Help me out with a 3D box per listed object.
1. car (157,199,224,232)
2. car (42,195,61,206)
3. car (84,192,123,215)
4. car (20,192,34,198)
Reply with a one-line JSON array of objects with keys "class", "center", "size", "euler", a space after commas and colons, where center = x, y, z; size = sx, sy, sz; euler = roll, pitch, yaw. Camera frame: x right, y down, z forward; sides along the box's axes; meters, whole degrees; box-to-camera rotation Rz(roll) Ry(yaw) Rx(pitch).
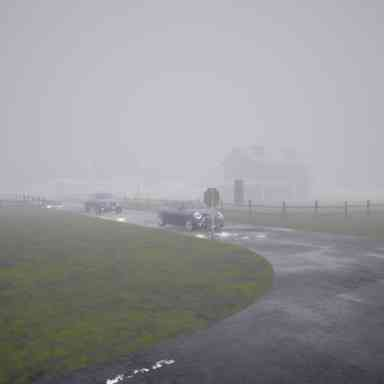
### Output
[{"class": "car", "center": [-0.155, 1.244, 19.585], "size": [2.097, 1.767, 4.553], "euler": [0, 0, -36]}, {"class": "car", "center": [-20.401, 1.172, 48.264], "size": [1.812, 1.442, 4.674], "euler": [0, 0, -35]}, {"class": "car", "center": [-8.390, 1.016, 31.151], "size": [2.150, 2.045, 5.566], "euler": [0, 0, -35]}, {"class": "car", "center": [-38.648, 0.893, 78.774], "size": [2.128, 1.511, 4.902], "euler": [0, 0, -35]}]
